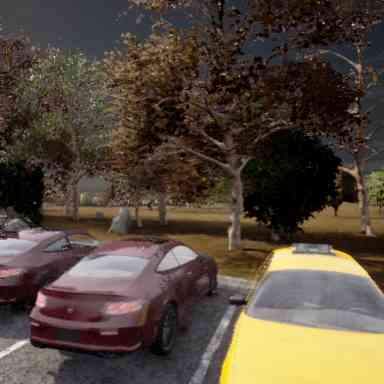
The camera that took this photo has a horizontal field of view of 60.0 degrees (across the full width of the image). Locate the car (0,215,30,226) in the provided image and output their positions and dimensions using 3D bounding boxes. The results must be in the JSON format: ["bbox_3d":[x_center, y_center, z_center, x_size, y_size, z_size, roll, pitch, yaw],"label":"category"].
[{"bbox_3d":[-5.584,1.420,9.607,2.185,1.767,4.553,0,-1,17],"label":"car"}]

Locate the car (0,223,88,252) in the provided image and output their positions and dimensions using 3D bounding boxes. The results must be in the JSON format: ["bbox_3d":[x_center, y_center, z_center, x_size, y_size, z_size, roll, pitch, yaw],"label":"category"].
[{"bbox_3d":[-3.199,1.569,7.865,2.002,1.452,4.674,0,-1,17],"label":"car"}]

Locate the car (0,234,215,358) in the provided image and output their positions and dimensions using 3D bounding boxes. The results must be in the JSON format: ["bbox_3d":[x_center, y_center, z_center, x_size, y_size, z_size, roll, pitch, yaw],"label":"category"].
[{"bbox_3d":[-0.811,1.552,6.114,2.002,1.452,4.674,0,-1,16],"label":"car"}]

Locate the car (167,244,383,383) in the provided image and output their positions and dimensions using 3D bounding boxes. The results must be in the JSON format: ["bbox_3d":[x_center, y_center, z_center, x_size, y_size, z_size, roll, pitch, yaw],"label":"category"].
[{"bbox_3d":[1.543,1.489,4.199,1.946,1.575,5.366,0,-1,16],"label":"car"}]
